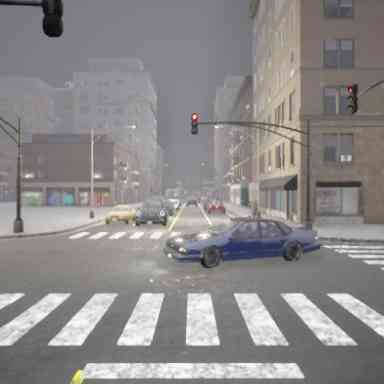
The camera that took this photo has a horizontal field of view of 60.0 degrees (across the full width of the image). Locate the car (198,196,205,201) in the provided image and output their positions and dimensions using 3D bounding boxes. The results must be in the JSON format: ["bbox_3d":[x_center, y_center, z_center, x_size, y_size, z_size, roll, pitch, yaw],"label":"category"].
[{"bbox_3d":[2.614,1.913,93.624,1.947,1.339,4.313,0,0,0],"label":"car"}]

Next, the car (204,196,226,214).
[{"bbox_3d":[2.628,1.575,37.005,1.967,1.590,4.097,0,0,0],"label":"car"}]

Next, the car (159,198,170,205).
[{"bbox_3d":[-5.404,1.822,65.313,1.802,1.307,4.206,0,0,0],"label":"car"}]

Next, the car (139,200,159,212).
[{"bbox_3d":[-5.398,1.707,42.665,2.008,1.369,4.403,0,0,0],"label":"car"}]

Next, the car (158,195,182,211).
[{"bbox_3d":[-2.808,1.385,44.551,2.150,2.045,5.566,0,0,0],"label":"car"}]

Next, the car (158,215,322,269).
[{"bbox_3d":[1.788,1.599,11.281,5.357,1.411,2.033,0,0,-22],"label":"car"}]

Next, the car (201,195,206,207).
[{"bbox_3d":[2.627,1.471,42.668,2.192,1.841,5.009,0,0,0],"label":"car"}]

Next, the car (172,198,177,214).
[{"bbox_3d":[-2.846,1.630,34.253,1.837,1.490,4.892,0,0,0],"label":"car"}]

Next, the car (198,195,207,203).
[{"bbox_3d":[2.617,1.619,82.300,2.192,1.841,5.009,0,0,0],"label":"car"}]

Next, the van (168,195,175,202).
[{"bbox_3d":[-5.409,1.667,87.961,1.690,1.788,3.998,0,0,0],"label":"van"}]

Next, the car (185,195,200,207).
[{"bbox_3d":[-0.013,1.709,55.622,1.837,1.490,4.892,0,0,0],"label":"car"}]

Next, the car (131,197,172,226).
[{"bbox_3d":[-2.808,1.440,24.002,2.097,1.767,4.553,0,0,-1],"label":"car"}]

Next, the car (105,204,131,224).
[{"bbox_3d":[-5.394,1.618,25.510,1.752,1.417,4.829,0,0,0],"label":"car"}]

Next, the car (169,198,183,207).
[{"bbox_3d":[-2.774,1.763,58.701,2.033,1.411,5.357,0,0,0],"label":"car"}]
